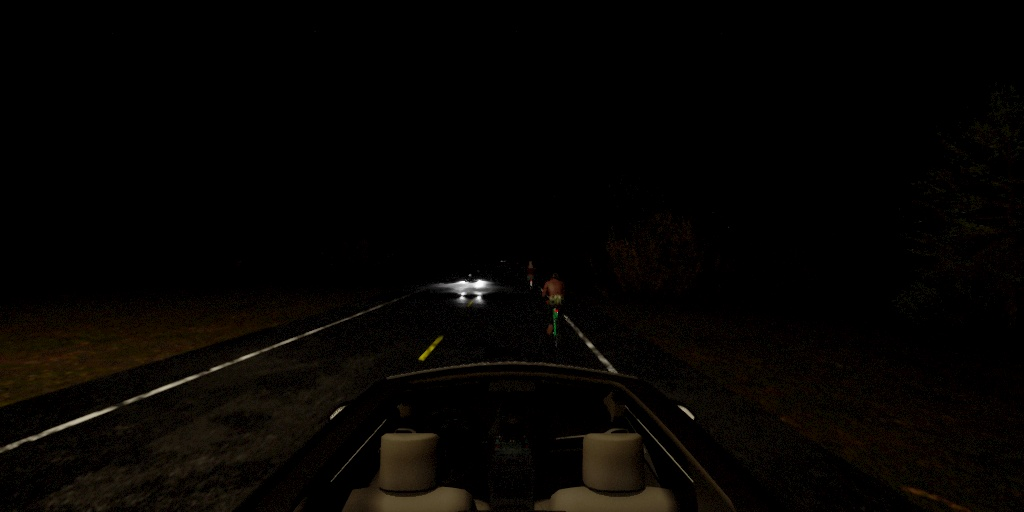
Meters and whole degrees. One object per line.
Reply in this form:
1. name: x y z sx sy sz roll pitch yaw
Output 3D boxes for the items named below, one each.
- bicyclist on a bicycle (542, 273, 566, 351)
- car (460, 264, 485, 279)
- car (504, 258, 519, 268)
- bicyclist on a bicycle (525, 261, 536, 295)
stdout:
1. bicyclist on a bicycle: 0.964 1.203 8.041 0.582 1.620 1.656 0 0 0
2. car: -3.596 1.350 32.977 1.895 1.301 4.718 0 0 0
3. car: 0.110 1.314 58.909 1.994 1.385 4.181 0 0 0
4. bicyclist on a bicycle: 0.965 1.120 18.627 0.659 1.776 1.843 0 0 0
